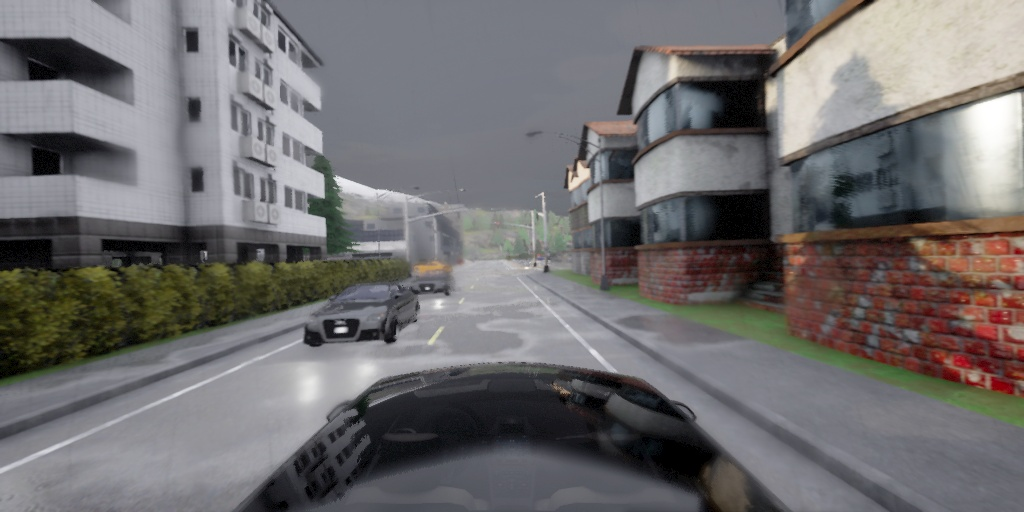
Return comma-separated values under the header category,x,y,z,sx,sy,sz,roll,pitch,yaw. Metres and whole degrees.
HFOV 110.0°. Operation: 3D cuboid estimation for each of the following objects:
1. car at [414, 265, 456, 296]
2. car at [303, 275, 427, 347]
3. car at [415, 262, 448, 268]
category,x,y,z,sx,sy,sz,roll,pitch,yaw
car,-4.304,1.451,20.024,1.994,1.385,4.181,-2,0,-2
car,-3.861,1.448,9.889,1.994,1.385,4.181,-2,0,-3
car,-9.536,1.436,43.426,5.008,1.535,1.882,0,1,25
